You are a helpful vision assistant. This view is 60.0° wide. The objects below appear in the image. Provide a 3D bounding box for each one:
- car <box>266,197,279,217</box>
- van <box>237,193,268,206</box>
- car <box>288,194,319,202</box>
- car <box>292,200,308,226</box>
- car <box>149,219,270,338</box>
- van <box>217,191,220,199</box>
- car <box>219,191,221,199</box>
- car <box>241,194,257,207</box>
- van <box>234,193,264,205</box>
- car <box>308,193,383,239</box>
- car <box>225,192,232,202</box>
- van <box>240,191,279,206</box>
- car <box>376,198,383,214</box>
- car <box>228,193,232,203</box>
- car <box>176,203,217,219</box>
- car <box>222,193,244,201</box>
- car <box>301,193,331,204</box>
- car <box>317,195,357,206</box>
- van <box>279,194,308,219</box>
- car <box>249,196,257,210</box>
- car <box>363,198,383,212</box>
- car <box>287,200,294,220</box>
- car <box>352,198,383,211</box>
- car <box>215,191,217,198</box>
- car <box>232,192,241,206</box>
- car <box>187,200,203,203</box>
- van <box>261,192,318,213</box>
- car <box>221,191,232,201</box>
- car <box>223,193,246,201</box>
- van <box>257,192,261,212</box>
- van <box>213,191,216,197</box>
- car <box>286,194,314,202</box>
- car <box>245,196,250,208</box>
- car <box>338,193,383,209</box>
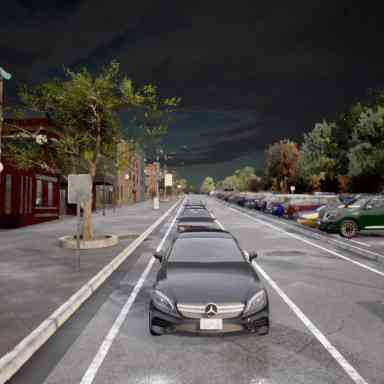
[{"bbox_3d":[9.208,1.460,28.239,5.008,1.535,2.097,0,0,0],"label":"car"},{"bbox_3d":[9.180,1.114,50.673,4.442,1.987,1.878,0,1,0],"label":"van"},{"bbox_3d":[21.862,1.209,65.173,5.366,1.575,1.946,0,0,0],"label":"car"},{"bbox_3d":[9.083,1.466,19.828,5.366,1.575,1.946,0,0,0],"label":"car"},{"bbox_3d":[0.256,1.524,6.824,1.812,1.442,4.674,0,0,0],"label":"car"},{"bbox_3d":[8.760,0.864,78.702,4.442,1.987,1.878,0,1,0],"label":"van"},{"bbox_3d":[8.923,0.939,67.490,5.566,2.045,2.435,0,1,0],"label":"car"},{"bbox_3d":[9.126,1.409,42.262,4.892,1.521,2.231,0,0,0],"label":"car"},{"bbox_3d":[9.161,1.089,53.476,4.442,1.987,1.878,0,1,0],"label":"van"},{"bbox_3d":[9.259,1.221,17.025,5.566,2.045,2.435,0,0,0],"label":"car"},{"bbox_3d":[8.986,1.280,61.887,4.674,1.452,2.002,0,1,0],"label":"car"},{"bbox_3d":[9.217,1.163,45.068,4.442,1.987,1.878,0,0,0],"label":"van"},{"bbox_3d":[22.435,1.444,34.640,5.366,1.575,1.946,0,0,0],"label":"car"},{"bbox_3d":[9.020,1.291,56.280,4.892,1.521,2.231,0,1,0],"label":"car"},{"bbox_3d":[0.201,1.532,17.403,2.033,1.411,5.357,0,0,0],"label":"car"},{"bbox_3d":[8.883,1.014,73.098,4.553,1.767,2.185,0,1,0],"label":"car"},{"bbox_3d":[22.115,1.136,59.624,4.553,1.767,2.185,0,1,0],"label":"car"},{"bbox_3d":[22.325,1.333,51.298,5.366,1.575,1.946,0,1,0],"label":"car"},{"bbox_3d":[9.348,1.237,25.436,4.442,1.987,1.878,0,0,0],"label":"van"},{"bbox_3d":[9.186,1.470,36.651,4.792,1.488,2.163,0,0,0],"label":"car"},{"bbox_3d":[22.202,1.469,37.411,4.792,1.488,2.163,0,0,0],"label":"car"},{"bbox_3d":[9.253,1.506,22.632,4.674,1.452,2.002,0,0,0],"label":"car"},{"bbox_3d":[22.242,1.452,40.194,4.792,1.488,2.163,0,0,0],"label":"car"},{"bbox_3d":[8.853,1.065,81.508,5.008,1.535,2.097,0,1,0],"label":"car"},{"bbox_3d":[9.054,1.113,47.867,5.566,2.045,2.435,0,1,0],"label":"car"},{"bbox_3d":[0.233,1.443,29.851,2.128,1.511,4.902,0,0,0],"label":"car"},{"bbox_3d":[9.078,1.230,31.045,4.442,1.987,1.878,0,0,0],"label":"van"},{"bbox_3d":[8.942,0.964,64.687,5.566,2.045,2.435,0,1,0],"label":"car"},{"bbox_3d":[8.902,1.039,70.294,4.553,1.767,2.185,0,1,0],"label":"car"},{"bbox_3d":[9.292,1.222,33.848,4.442,1.987,1.878,0,0,0],"label":"van"},{"bbox_3d":[8.685,0.765,89.914,4.442,1.987,1.878,0,1,0],"label":"van"},{"bbox_3d":[22.034,1.188,67.951,4.892,1.521,2.231,0,1,0],"label":"car"},{"bbox_3d":[9.135,1.466,39.459,4.674,1.452,2.002,0,0,0],"label":"car"},{"bbox_3d":[22.166,1.153,42.967,5.566,2.045,2.435,0,0,0],"label":"car"}]
